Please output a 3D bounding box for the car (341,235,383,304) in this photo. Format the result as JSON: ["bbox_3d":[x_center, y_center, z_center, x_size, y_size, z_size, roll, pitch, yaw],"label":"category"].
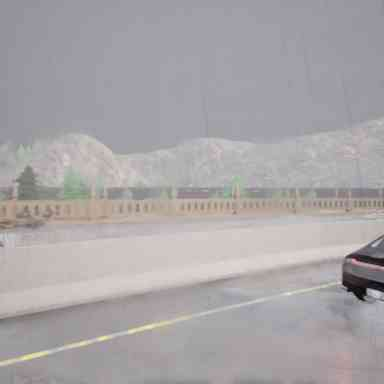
[{"bbox_3d":[5.137,1.484,6.735,4.902,1.511,2.128,0,0,-30],"label":"car"}]

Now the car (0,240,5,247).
[{"bbox_3d":[-6.659,1.514,7.674,4.181,1.385,1.994,0,0,-35],"label":"car"}]
